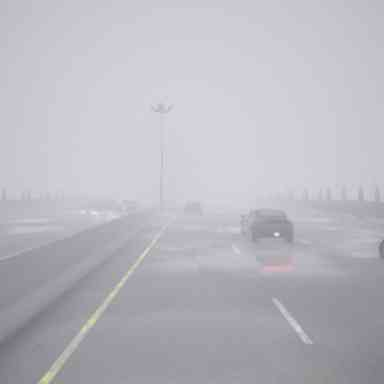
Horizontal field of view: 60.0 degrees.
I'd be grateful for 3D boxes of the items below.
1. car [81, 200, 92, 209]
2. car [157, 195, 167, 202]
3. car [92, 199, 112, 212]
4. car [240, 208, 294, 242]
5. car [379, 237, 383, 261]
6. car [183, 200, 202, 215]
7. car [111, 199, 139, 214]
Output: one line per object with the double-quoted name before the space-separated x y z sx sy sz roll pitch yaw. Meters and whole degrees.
"car" -14.095 1.748 47.123 1.895 1.301 4.718 0 0 0
"car" -7.094 1.493 78.511 2.097 1.767 4.553 0 0 -1
"car" -10.599 1.630 41.640 1.837 1.490 4.892 0 0 0
"car" 3.593 1.550 16.518 1.837 1.490 4.892 0 0 0
"car" 7.097 1.550 9.078 1.812 1.442 4.674 0 0 0
"car" 0.088 1.592 35.355 2.128 1.511 4.902 0 0 0
"car" -7.102 1.598 37.271 2.128 1.511 4.902 0 0 0
